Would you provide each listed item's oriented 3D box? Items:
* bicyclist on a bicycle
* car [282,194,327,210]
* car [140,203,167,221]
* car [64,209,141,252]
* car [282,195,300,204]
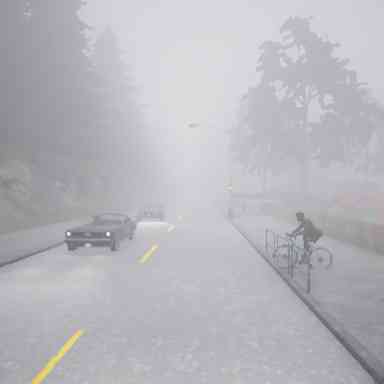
[{"bbox_3d":[3.109,1.386,9.237,1.656,1.620,0.582,4,1,1],"label":"bicyclist on a bicycle"},{"bbox_3d":[14.282,1.221,42.472,5.566,2.045,2.150,0,0,2],"label":"car"},{"bbox_3d":[-3.167,1.564,26.935,1.994,1.385,4.181,0,0,2],"label":"car"},{"bbox_3d":[-3.674,1.600,14.168,1.895,1.301,4.718,0,0,2],"label":"car"},{"bbox_3d":[17.702,1.300,59.567,1.994,1.381,4.181,0,0,2],"label":"car"}]
